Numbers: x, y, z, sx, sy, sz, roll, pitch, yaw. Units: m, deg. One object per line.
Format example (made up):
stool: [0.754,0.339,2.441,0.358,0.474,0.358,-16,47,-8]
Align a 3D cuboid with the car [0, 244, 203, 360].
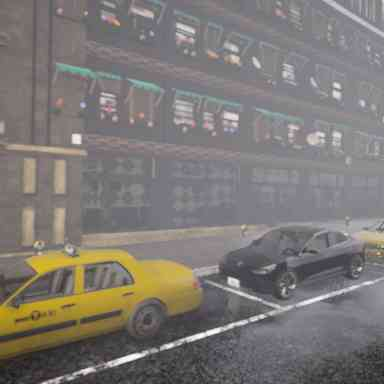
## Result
car: [-2.090,1.525,5.010,4.829,1.417,1.752,0,1,-35]

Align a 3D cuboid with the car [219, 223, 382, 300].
car: [2.676,1.563,8.410,4.313,1.339,1.947,0,1,-35]

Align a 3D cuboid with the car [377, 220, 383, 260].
car: [7.165,1.519,11.611,4.829,1.417,1.752,0,1,-35]
